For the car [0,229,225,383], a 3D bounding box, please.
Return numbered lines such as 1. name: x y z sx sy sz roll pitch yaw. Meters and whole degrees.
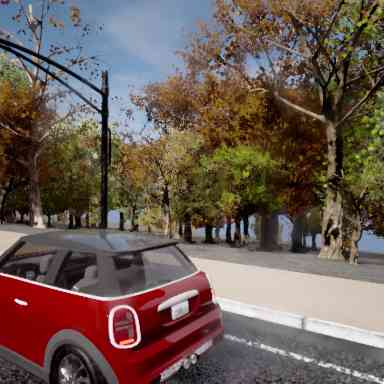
1. car: -1.860 1.352 5.012 4.553 1.767 2.097 0 0 36
